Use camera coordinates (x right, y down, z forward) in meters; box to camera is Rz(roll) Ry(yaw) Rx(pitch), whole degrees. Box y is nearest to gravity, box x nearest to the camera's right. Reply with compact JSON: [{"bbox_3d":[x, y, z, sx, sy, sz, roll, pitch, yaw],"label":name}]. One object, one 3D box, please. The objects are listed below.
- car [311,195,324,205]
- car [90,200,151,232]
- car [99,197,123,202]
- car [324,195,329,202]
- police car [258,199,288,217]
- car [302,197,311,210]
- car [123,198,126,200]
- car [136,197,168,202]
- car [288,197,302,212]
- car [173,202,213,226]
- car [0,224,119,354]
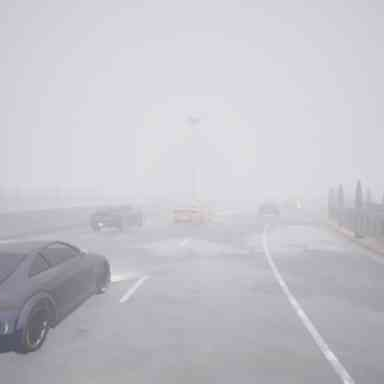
[{"bbox_3d":[22.781,1.591,62.059,1.837,1.490,4.892,0,0,30],"label":"car"},{"bbox_3d":[-4.343,1.476,20.114,1.837,1.490,4.892,0,0,13],"label":"car"},{"bbox_3d":[-10.629,1.424,44.903,2.128,1.511,4.902,0,0,26],"label":"car"},{"bbox_3d":[30.351,1.489,75.224,1.837,1.490,4.892,0,0,30],"label":"car"},{"bbox_3d":[7.639,1.452,31.952,1.930,1.638,5.238,0,0,23],"label":"police car"},{"bbox_3d":[14.086,1.405,44.537,2.097,1.767,4.553,0,0,30],"label":"car"},{"bbox_3d":[-6.755,1.477,44.933,1.812,1.442,4.674,0,0,26],"label":"car"},{"bbox_3d":[-4.598,1.454,41.344,2.128,1.511,4.902,0,0,26],"label":"car"},{"bbox_3d":[11.318,1.520,39.665,1.882,1.535,5.008,0,0,28],"label":"car"},{"bbox_3d":[0.158,1.470,23.601,1.882,1.535,5.008,0,0,15],"label":"car"},{"bbox_3d":[-2.991,1.547,6.141,1.994,1.385,4.181,0,0,4],"label":"car"}]
